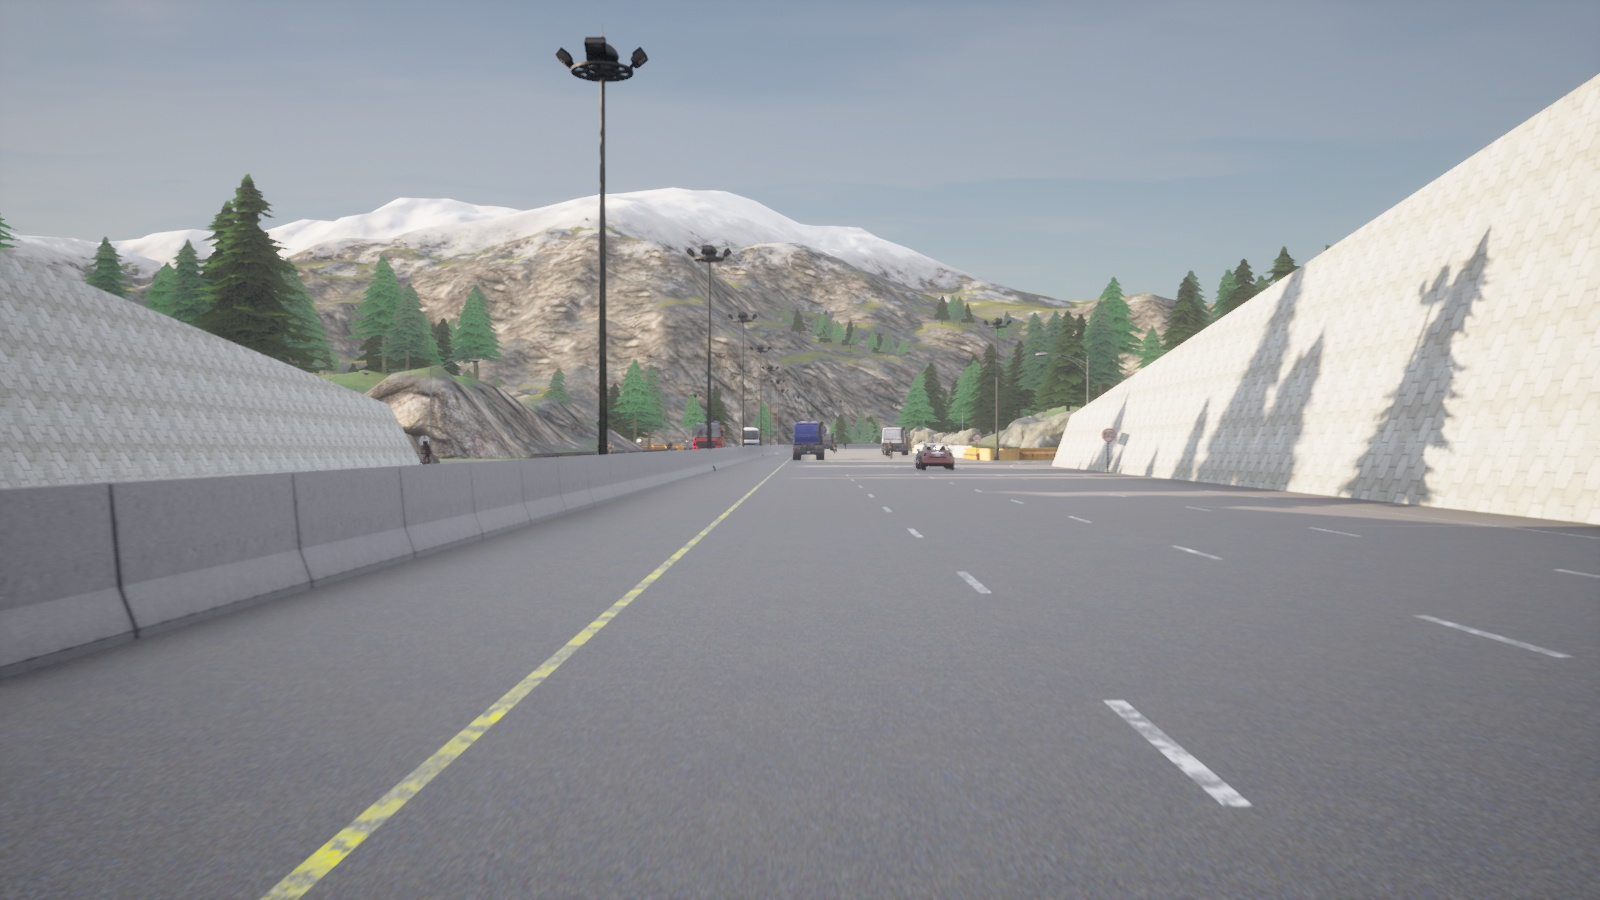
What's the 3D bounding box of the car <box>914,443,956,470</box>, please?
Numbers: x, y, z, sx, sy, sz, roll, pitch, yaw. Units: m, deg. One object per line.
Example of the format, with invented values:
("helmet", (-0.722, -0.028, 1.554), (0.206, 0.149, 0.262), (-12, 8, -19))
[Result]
("car", (7.485, 0.323, 70.110), (1.970, 1.475, 3.806), (0, 0, 0))
